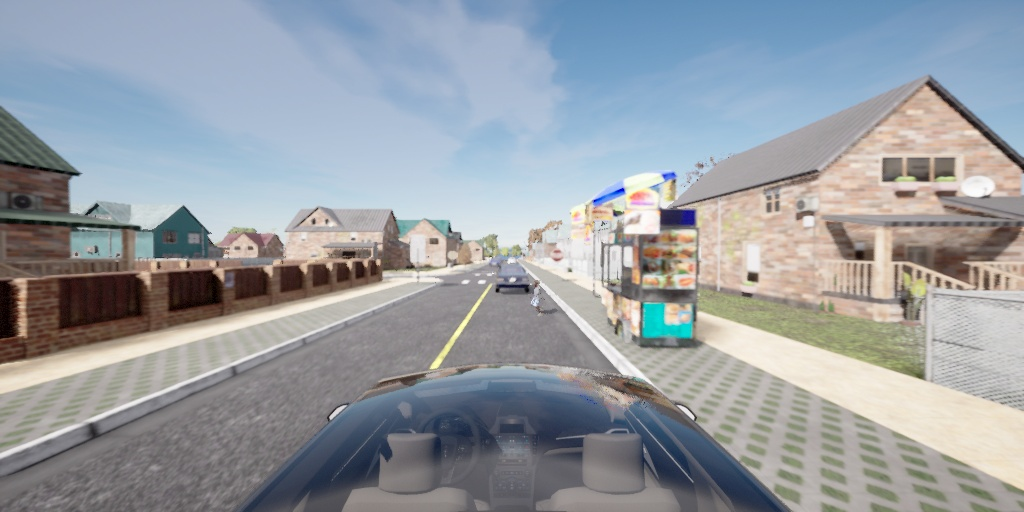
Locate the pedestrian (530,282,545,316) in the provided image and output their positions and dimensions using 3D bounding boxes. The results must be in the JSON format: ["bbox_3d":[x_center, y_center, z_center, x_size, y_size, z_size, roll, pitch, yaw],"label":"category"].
[{"bbox_3d":[0.839,0.983,11.683,0.375,1.860,0.375,-1,1,0],"label":"pedestrian"}]

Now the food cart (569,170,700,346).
[{"bbox_3d":[3.011,0.170,8.866,2.280,3.560,4.660,0,0,0],"label":"food cart"}]

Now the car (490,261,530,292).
[{"bbox_3d":[-0.030,1.194,20.094,2.033,1.411,5.357,0,0,-2],"label":"car"}]

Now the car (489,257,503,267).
[{"bbox_3d":[-2.788,1.030,59.213,1.812,1.442,4.674,0,0,1],"label":"car"}]
